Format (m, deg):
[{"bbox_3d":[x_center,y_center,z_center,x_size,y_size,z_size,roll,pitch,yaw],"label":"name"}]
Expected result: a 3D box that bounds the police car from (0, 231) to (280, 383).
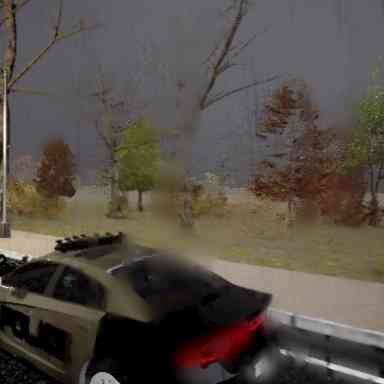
[{"bbox_3d":[-1.458,1.403,4.601,5.238,1.638,1.930,0,0,35],"label":"police car"}]
